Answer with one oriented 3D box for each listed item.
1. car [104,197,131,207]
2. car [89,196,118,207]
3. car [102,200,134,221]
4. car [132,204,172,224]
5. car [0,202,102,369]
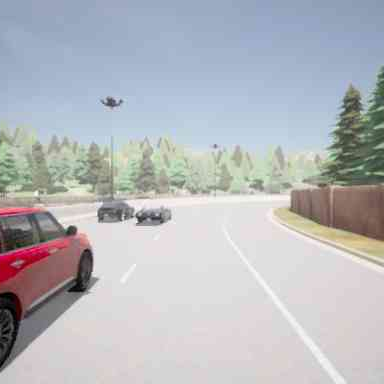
[{"bbox_3d":[-11.189,1.533,50.244,1.994,1.385,4.181,0,0,20],"label":"car"},{"bbox_3d":[-13.970,1.472,52.857,1.837,1.490,4.892,0,0,21],"label":"car"},{"bbox_3d":[-5.969,1.488,26.799,1.837,1.490,4.892,0,0,7],"label":"car"},{"bbox_3d":[-2.707,1.586,24.854,1.895,1.301,4.718,0,0,6],"label":"car"},{"bbox_3d":[-3.440,1.220,5.684,2.150,2.045,5.566,0,0,0],"label":"car"}]
